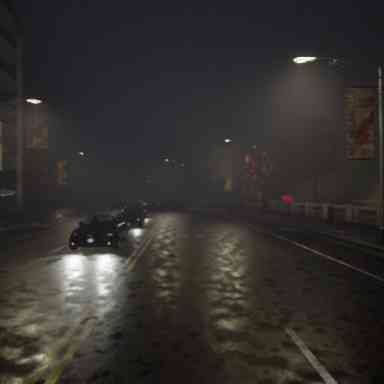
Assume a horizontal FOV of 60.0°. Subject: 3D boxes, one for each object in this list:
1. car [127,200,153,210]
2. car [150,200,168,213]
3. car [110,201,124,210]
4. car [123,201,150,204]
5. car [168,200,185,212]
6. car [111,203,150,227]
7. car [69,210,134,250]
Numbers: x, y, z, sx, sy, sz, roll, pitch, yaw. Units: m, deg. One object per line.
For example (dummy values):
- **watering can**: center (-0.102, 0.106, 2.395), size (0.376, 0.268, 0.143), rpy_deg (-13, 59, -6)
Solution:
- **car**: center (-8.719, 2.157, 55.577), size (4.674, 1.442, 1.812), rpy_deg (-1, -1, 45)
- **car**: center (-5.524, 1.990, 44.833), size (2.128, 1.511, 4.902), rpy_deg (0, -1, -27)
- **car**: center (-11.371, 2.152, 53.293), size (4.674, 1.442, 1.812), rpy_deg (-1, -1, 45)
- **car**: center (-6.056, 1.890, 36.035), size (1.882, 1.535, 5.008), rpy_deg (0, -1, -15)
- **car**: center (-2.911, 1.857, 47.319), size (2.097, 1.767, 4.553), rpy_deg (0, -1, -31)
- **car**: center (-4.573, 1.843, 25.639), size (2.033, 1.411, 5.357), rpy_deg (0, -1, -4)
- **car**: center (-4.090, 1.750, 15.188), size (1.994, 1.385, 4.181), rpy_deg (0, -1, -2)
